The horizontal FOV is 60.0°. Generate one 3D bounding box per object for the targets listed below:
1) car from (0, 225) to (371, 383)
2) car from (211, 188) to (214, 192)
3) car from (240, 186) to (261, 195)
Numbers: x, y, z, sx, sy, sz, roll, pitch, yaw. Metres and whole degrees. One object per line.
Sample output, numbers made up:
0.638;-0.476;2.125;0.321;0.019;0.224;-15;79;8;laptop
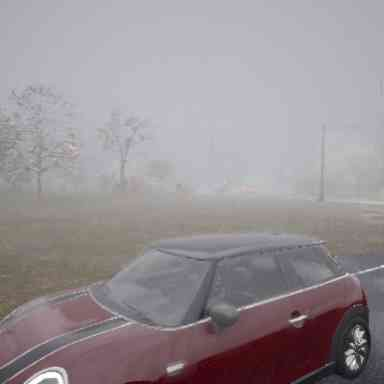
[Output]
0.059;1.348;3.872;4.553;1.767;2.097;0;0;-35;car
6.470;-0.708;76.618;1.882;1.535;5.008;0;2;-35;car
12.023;-0.408;68.758;2.097;1.767;4.553;0;2;-35;car
